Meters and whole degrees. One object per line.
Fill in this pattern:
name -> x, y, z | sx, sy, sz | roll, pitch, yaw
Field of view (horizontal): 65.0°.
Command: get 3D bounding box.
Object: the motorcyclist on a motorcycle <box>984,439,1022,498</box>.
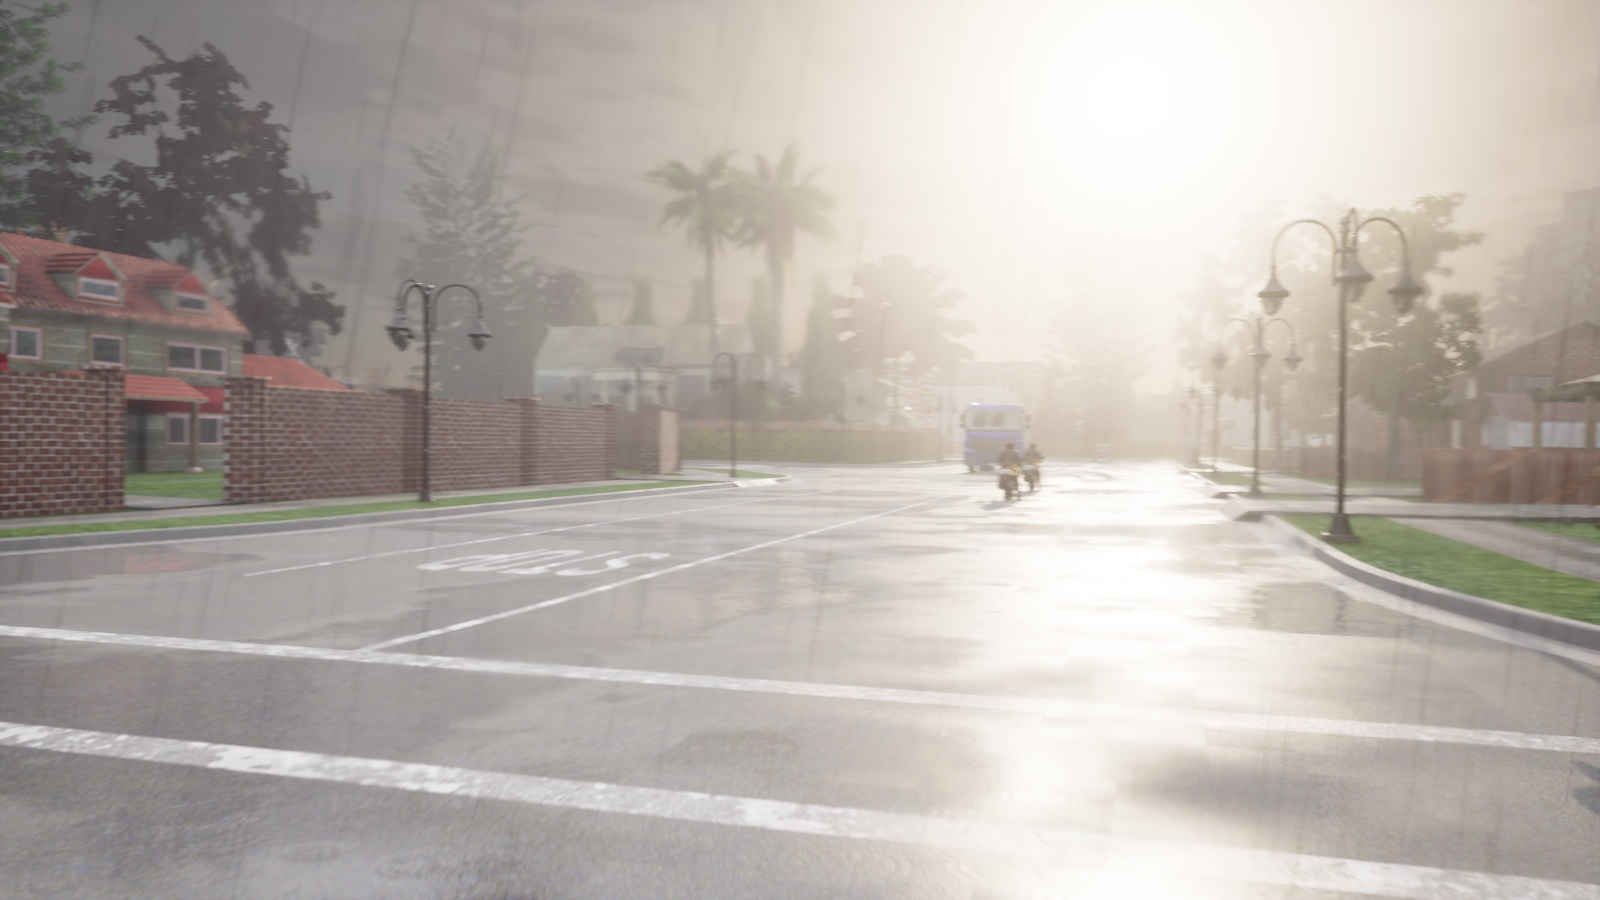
motorcyclist on a motorcycle -> 5.400, 0.466, 33.299 | 0.797, 1.523, 2.044 | 0, 0, 15

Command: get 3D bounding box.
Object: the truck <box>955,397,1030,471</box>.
truck -> 9.855, -0.779, 63.468 | 2.891, 3.462, 7.936 | 0, 0, 15

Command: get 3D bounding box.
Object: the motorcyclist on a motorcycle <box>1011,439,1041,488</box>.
motorcyclist on a motorcycle -> 7.239, 0.409, 40.164 | 0.797, 1.523, 2.044 | 0, 0, 15
